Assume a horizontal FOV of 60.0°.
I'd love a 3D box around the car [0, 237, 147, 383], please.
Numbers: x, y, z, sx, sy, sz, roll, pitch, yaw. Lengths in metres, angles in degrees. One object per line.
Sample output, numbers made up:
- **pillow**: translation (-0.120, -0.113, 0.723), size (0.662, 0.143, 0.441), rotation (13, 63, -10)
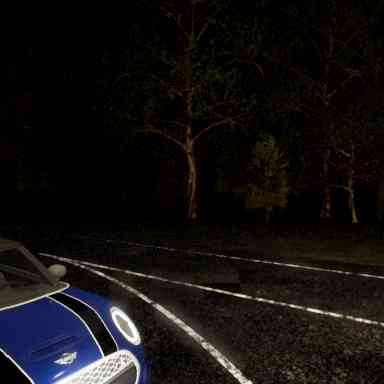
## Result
- **car**: translation (-2.665, 1.338, 3.771), size (4.553, 1.767, 2.097), rotation (1, 0, 35)
